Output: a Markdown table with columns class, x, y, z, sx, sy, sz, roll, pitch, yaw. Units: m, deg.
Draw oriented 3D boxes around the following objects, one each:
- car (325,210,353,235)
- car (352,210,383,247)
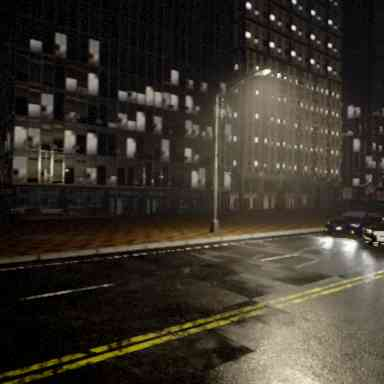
| class | x | y | z | sx | sy | sz | roll | pitch | yaw |
| --- | --- | --- | --- | --- | --- | --- | --- | --- | --- |
| car | 9.129 | 1.680 | 18.169 | 4.181 | 1.385 | 1.994 | 1 | 0 | -35 |
| car | 9.385 | 1.595 | 14.363 | 4.902 | 1.511 | 2.128 | 1 | 0 | -35 |
